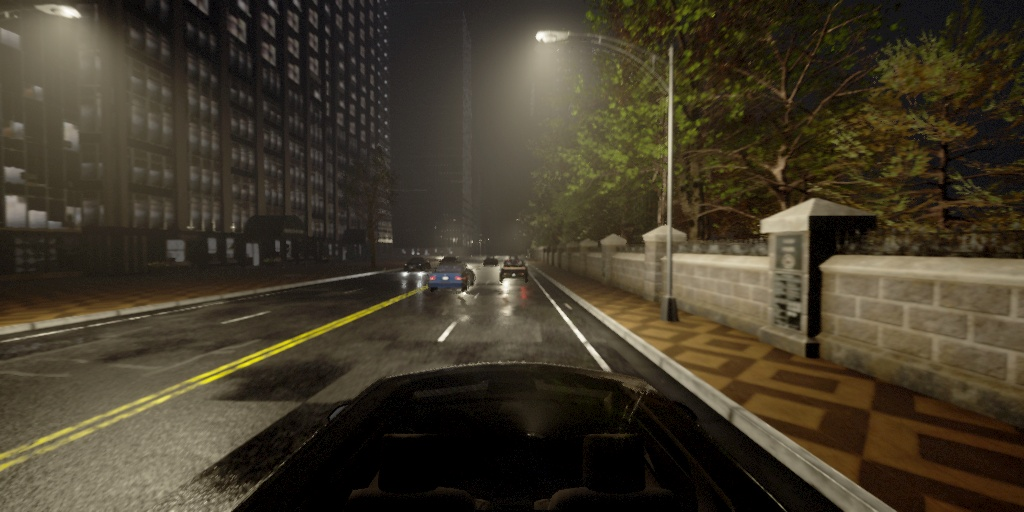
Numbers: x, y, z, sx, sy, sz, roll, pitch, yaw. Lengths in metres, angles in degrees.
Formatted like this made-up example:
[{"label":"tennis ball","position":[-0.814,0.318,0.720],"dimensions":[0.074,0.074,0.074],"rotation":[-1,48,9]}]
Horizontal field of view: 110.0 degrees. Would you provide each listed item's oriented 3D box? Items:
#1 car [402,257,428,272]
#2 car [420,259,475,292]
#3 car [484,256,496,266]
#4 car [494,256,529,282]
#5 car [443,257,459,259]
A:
[{"label":"car","position":[-9.723,0.828,37.183],"dimensions":[1.812,1.442,4.674],"rotation":[0,0,0]},{"label":"car","position":[-3.130,1.075,19.349],"dimensions":[2.033,1.411,5.357],"rotation":[0,1,0]},{"label":"car","position":[-3.091,0.681,52.800],"dimensions":[1.994,1.385,4.181],"rotation":[0,1,0]},{"label":"car","position":[0.126,0.952,24.913],"dimensions":[2.128,1.511,4.902],"rotation":[0,1,0]},{"label":"car","position":[-6.469,0.808,37.583],"dimensions":[1.837,1.490,4.892],"rotation":[0,0,0]}]
